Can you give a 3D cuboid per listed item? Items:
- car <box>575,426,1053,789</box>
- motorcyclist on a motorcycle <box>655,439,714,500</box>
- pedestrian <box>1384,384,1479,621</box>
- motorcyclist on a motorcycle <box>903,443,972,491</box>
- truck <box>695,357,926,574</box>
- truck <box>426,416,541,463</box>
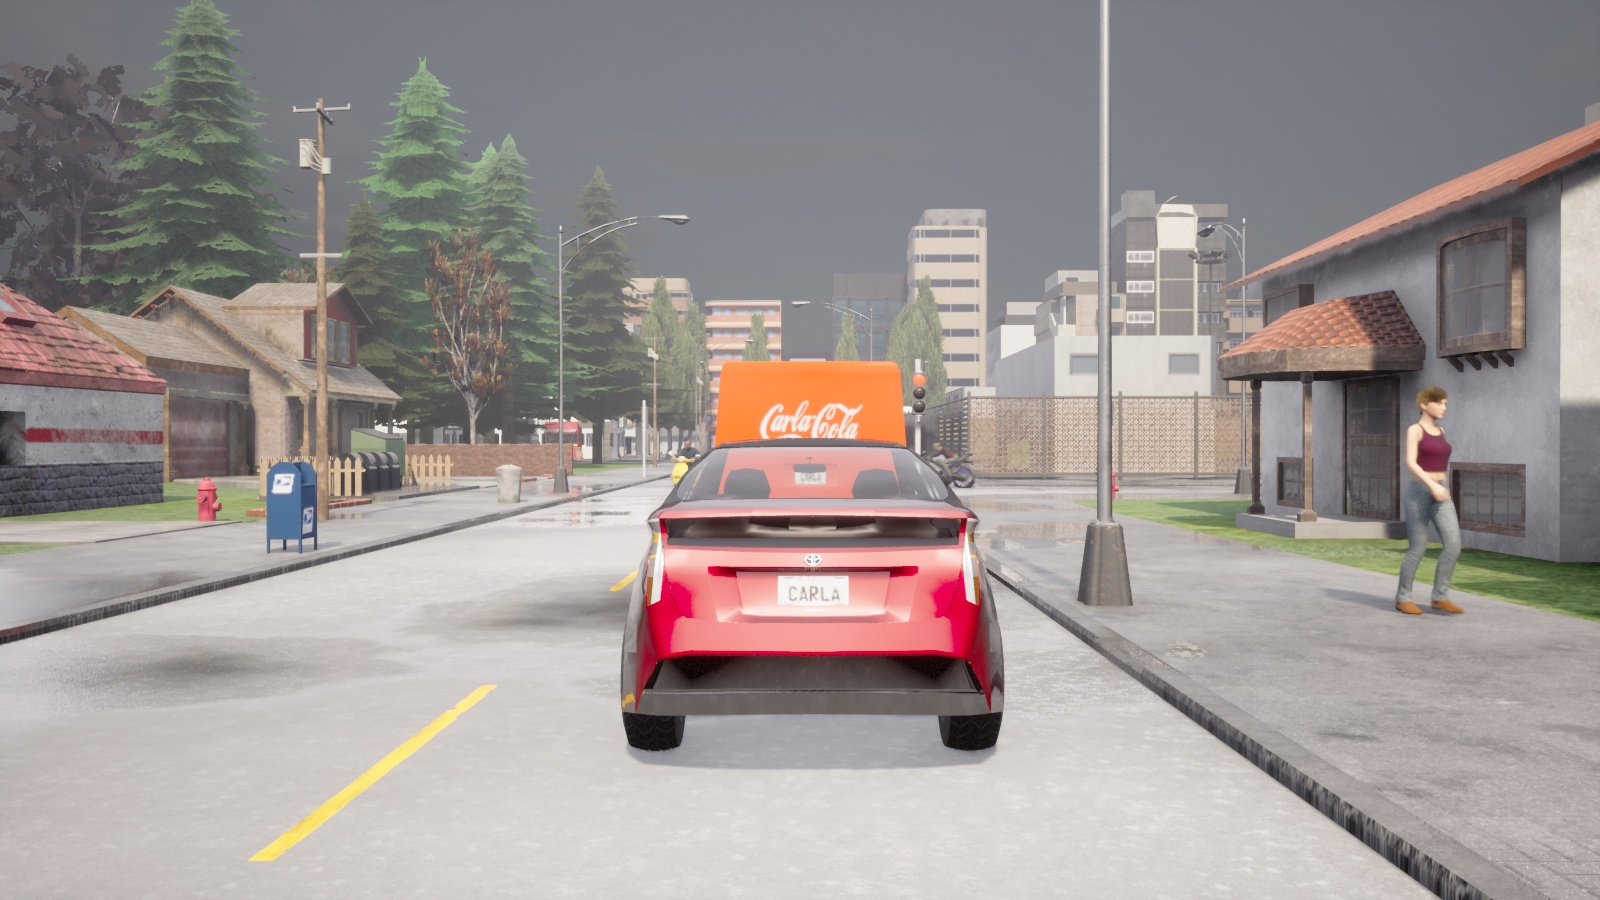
[{"bbox_3d":[0.061,0.651,7.533,2.007,1.525,4.514,0,0,0],"label":"car"},{"bbox_3d":[-3.142,0.503,34.352,0.866,1.590,1.817,2,1,19],"label":"motorcyclist on a motorcycle"},{"bbox_3d":[5.035,0.404,10.029,0.345,1.836,0.594,0,0,-22],"label":"pedestrian"},{"bbox_3d":[4.509,0.553,41.156,2.191,1.530,0.866,0,-1,11],"label":"motorcyclist on a motorcycle"},{"bbox_3d":[0.118,0.164,16.898,2.627,2.467,5.204,0,0,0],"label":"truck"},{"bbox_3d":[-23.756,-0.788,94.488,7.936,3.462,2.891,0,0,2],"label":"truck"}]
